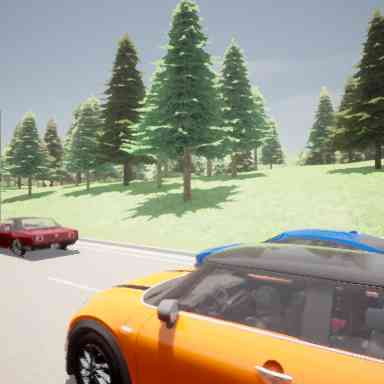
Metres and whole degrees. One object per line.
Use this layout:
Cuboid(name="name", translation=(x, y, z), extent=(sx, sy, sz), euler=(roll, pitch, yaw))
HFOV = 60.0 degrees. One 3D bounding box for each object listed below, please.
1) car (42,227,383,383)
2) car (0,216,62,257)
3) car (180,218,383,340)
Cuboid(name="car", translation=(0.713, 1.351, 3.482), extent=(4.553, 1.767, 2.097), euler=(0, 0, 36))
Cuboid(name="car", translation=(-6.578, 1.601, 12.955), extent=(4.718, 1.301, 1.895), euler=(0, 0, 36))
Cuboid(name="car", translation=(2.319, 1.478, 6.636), extent=(5.008, 1.535, 1.882), euler=(0, 0, 36))
